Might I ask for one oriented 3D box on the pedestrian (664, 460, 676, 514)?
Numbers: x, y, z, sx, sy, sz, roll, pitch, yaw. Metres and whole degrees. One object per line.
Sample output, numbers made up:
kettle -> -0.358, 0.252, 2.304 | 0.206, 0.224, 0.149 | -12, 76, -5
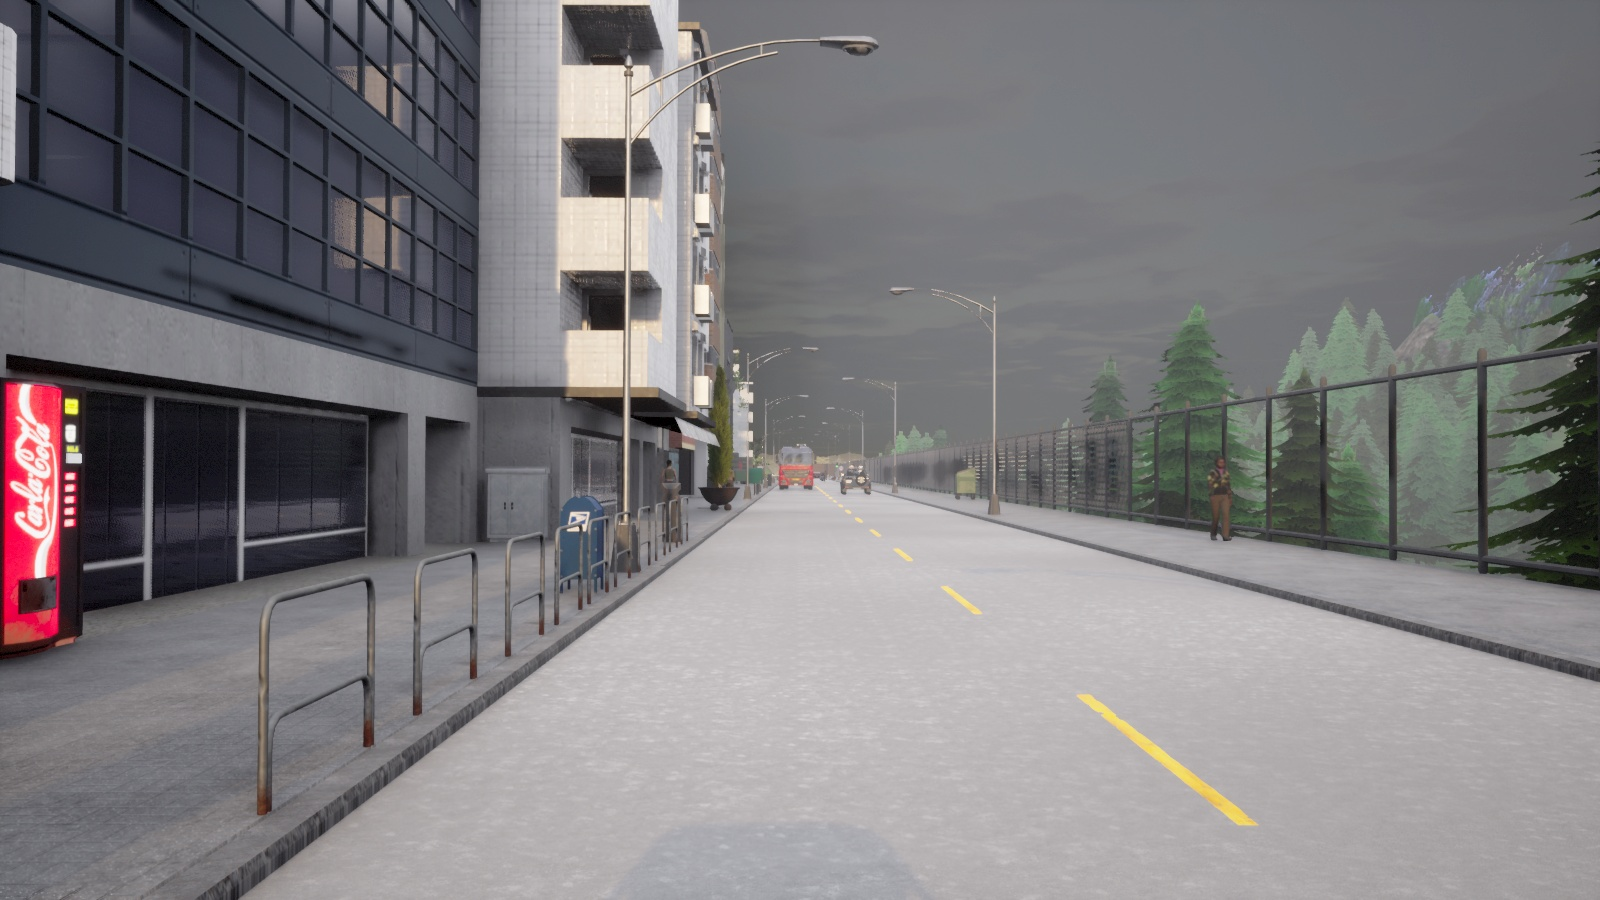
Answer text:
pedestrian -> -4.423, 1.258, 42.711 | 0.345, 1.836, 0.594 | 0, -1, 0

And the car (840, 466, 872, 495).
car -> 3.751, 2.035, 84.720 | 1.932, 1.855, 4.605 | 0, -1, 0

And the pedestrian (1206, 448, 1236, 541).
pedestrian -> 8.838, 0.931, 26.350 | 0.395, 1.930, 0.692 | 0, -1, 1
